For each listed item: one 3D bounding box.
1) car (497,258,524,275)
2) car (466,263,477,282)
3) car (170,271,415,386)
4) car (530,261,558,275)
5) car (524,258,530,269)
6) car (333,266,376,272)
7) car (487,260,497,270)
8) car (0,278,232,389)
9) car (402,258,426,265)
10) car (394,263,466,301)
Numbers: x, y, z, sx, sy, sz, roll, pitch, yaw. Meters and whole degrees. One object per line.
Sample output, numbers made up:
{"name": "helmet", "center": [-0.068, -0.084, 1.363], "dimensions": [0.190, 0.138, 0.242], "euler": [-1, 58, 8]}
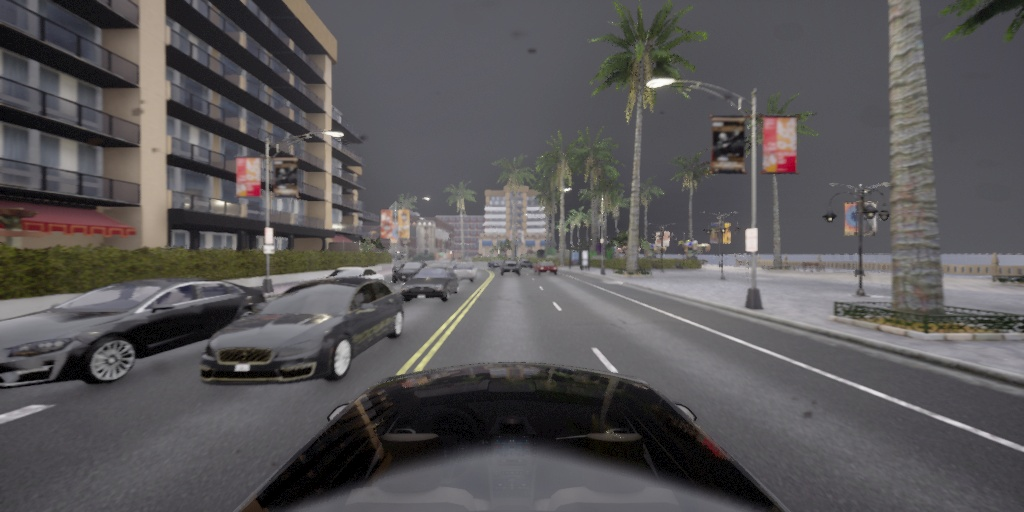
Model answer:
{"name": "car", "center": [-0.224, 1.086, 35.287], "dimensions": [1.837, 1.490, 4.892], "euler": [0, 1, -4]}
{"name": "car", "center": [-3.652, 1.225, 26.772], "dimensions": [1.895, 1.301, 4.718], "euler": [0, 0, -2]}
{"name": "car", "center": [-3.604, 1.229, 7.218], "dimensions": [1.837, 1.490, 4.892], "euler": [0, 0, 0]}
{"name": "car", "center": [3.266, 1.177, 35.826], "dimensions": [1.895, 1.301, 4.718], "euler": [0, 0, -4]}
{"name": "car", "center": [1.328, 1.019, 48.428], "dimensions": [1.837, 1.490, 4.892], "euler": [0, 1, -14]}
{"name": "car", "center": [-7.126, 1.207, 16.001], "dimensions": [1.812, 1.442, 4.674], "euler": [0, 0, 0]}
{"name": "car", "center": [-2.093, 1.119, 47.713], "dimensions": [1.895, 1.301, 4.718], "euler": [0, 0, -14]}
{"name": "car", "center": [-7.105, 1.218, 7.067], "dimensions": [2.128, 1.511, 4.902], "euler": [0, 0, 0]}
{"name": "car", "center": [-7.162, 1.107, 26.150], "dimensions": [1.882, 1.535, 5.008], "euler": [0, 0, -1]}
{"name": "car", "center": [-3.621, 1.222, 16.927], "dimensions": [2.033, 1.411, 5.357], "euler": [0, 0, 0]}
